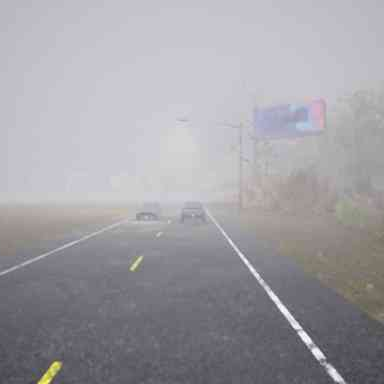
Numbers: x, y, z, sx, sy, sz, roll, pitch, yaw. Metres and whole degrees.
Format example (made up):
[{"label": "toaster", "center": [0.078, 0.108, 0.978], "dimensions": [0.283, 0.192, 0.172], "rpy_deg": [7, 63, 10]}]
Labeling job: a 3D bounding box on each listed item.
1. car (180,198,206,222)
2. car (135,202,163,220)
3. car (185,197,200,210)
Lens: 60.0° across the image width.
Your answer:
[{"label": "car", "center": [0.083, 1.507, 26.324], "dimensions": [2.128, 1.511, 4.902], "rpy_deg": [0, 0, 0]}, {"label": "car", "center": [-3.539, 1.564, 28.479], "dimensions": [2.033, 1.411, 5.357], "rpy_deg": [0, 0, 0]}, {"label": "car", "center": [0.091, 1.501, 43.848], "dimensions": [1.882, 1.535, 5.008], "rpy_deg": [0, 0, 0]}]
